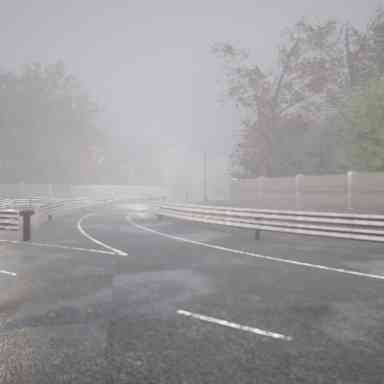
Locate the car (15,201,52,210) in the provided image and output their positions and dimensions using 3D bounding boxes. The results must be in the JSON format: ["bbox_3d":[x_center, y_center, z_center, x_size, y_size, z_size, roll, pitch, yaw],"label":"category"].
[{"bbox_3d":[-19.247,1.389,40.535,1.994,1.385,4.181,0,0,44],"label":"car"}]
